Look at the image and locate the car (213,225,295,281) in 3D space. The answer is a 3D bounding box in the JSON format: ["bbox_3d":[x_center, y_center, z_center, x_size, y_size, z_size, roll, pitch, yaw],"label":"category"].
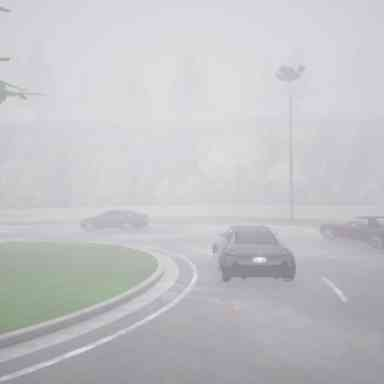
[{"bbox_3d":[1.767,1.708,10.367,1.994,1.385,4.181,0,-1,2],"label":"car"}]

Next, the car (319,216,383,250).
[{"bbox_3d":[7.980,1.739,15.166,1.895,1.301,4.718,0,-1,-17],"label":"car"}]

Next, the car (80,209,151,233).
[{"bbox_3d":[-5.248,1.931,22.722,4.892,1.490,1.837,-1,-3,15],"label":"car"}]
